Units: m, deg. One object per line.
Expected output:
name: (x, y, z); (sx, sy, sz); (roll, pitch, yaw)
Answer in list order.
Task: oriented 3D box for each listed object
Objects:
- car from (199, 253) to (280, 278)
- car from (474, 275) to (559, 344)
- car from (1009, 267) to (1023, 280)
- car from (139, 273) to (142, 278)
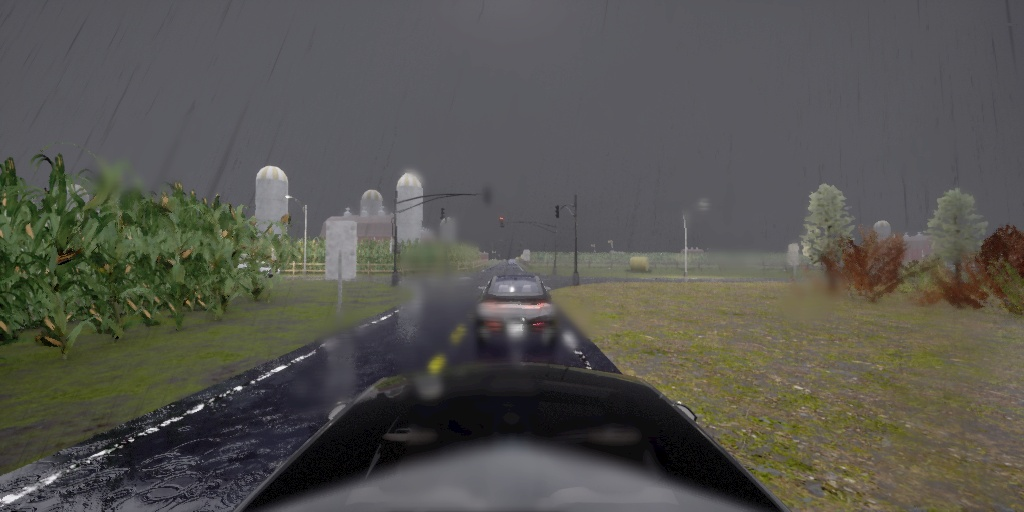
car: (-21.822, 0.774, 28.667); (5.566, 2.045, 2.150); (0, -1, -3)
car: (0.101, 1.245, 9.623); (2.128, 1.511, 4.902); (0, 0, 0)
car: (48.666, 1.720, 33.478); (4.674, 1.442, 1.812); (1, -1, -5)
car: (-31.931, 0.692, 28.129); (5.566, 2.045, 2.150); (1, -1, -3)
